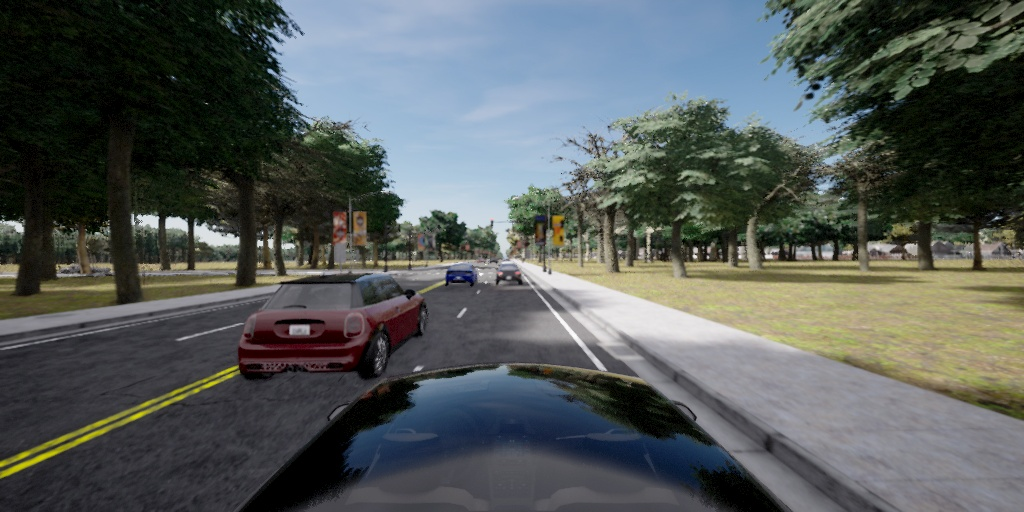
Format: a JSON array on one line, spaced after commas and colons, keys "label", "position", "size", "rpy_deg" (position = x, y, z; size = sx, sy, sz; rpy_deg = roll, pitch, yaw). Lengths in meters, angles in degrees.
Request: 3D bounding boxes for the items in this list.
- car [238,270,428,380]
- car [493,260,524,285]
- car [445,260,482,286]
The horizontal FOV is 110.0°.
[{"label": "car", "position": [-3.211, 1.126, 7.494], "size": [2.097, 1.767, 4.553], "rpy_deg": [0, 0, -1]}, {"label": "car", "position": [-0.235, 1.271, 25.900], "size": [1.812, 1.442, 4.674], "rpy_deg": [0, 0, -1]}, {"label": "car", "position": [-3.480, 1.250, 25.489], "size": [1.882, 1.535, 5.008], "rpy_deg": [0, 0, -1]}]
